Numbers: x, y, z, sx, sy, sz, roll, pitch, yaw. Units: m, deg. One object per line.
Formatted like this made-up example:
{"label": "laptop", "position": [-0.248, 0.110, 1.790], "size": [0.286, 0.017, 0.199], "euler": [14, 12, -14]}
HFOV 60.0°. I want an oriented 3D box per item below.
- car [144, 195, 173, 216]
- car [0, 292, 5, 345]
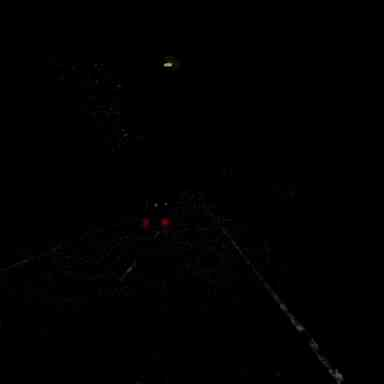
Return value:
{"label": "car", "position": [-2.865, 1.116, 29.559], "size": [2.097, 1.767, 4.553], "euler": [0, 0, 2]}
{"label": "car", "position": [-3.400, 1.457, 2.391], "size": [1.882, 1.535, 5.008], "euler": [0, 0, 0]}
